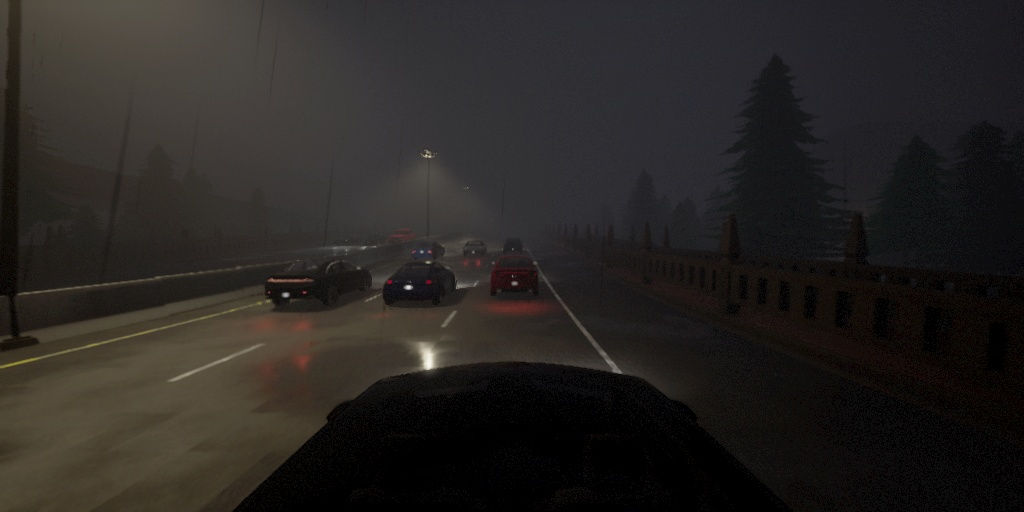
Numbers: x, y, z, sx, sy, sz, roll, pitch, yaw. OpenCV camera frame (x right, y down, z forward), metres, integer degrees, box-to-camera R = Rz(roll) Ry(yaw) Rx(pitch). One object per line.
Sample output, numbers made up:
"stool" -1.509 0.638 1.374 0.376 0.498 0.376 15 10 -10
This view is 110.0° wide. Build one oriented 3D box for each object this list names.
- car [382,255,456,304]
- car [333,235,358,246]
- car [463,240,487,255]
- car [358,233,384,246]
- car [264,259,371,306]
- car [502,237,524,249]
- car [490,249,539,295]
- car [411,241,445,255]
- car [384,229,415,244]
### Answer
"car" -3.402 0.886 13.789 1.994 1.385 4.181 0 3 0
"car" -21.082 -2.059 46.245 1.895 1.301 4.718 0 6 0
"car" -3.402 -0.825 33.685 1.895 1.301 4.718 0 6 0
"car" -17.584 -2.152 46.205 1.837 1.490 4.892 0 6 0
"car" -6.901 0.839 13.345 2.128 1.511 4.902 0 3 0
"car" 0.098 -1.110 35.601 1.837 1.490 4.892 0 6 0
"car" 0.099 0.687 15.584 1.882 1.535 5.008 0 4 0
"car" -6.902 -0.507 29.907 2.033 1.411 5.357 0 6 0
"car" -14.087 -2.429 46.122 2.150 2.045 5.566 0 6 0
